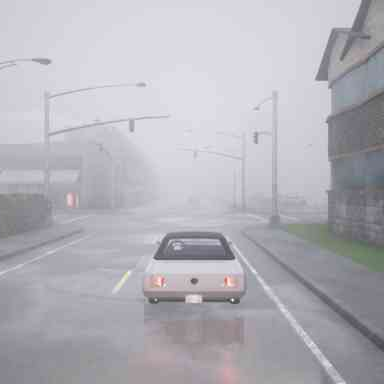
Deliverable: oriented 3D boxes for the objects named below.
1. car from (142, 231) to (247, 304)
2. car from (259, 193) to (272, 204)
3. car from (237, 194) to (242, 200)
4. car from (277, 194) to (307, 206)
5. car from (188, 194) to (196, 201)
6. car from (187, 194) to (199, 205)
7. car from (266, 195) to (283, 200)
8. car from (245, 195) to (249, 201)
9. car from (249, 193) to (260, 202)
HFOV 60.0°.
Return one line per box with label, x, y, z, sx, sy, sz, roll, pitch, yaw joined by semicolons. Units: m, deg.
car;0.059;1.600;8.095;1.895;1.301;4.718;0;0;1
car;14.173;1.166;54.484;5.027;1.636;2.152;0;0;0
car;13.900;1.384;88.767;3.633;1.501;1.845;0;0;0
car;14.497;1.245;48.066;3.806;1.475;1.970;0;0;0
car;0.013;1.351;82.328;2.097;1.767;4.553;0;0;0
car;0.109;1.349;60.841;2.097;1.767;4.553;0;0;0
car;21.320;1.395;85.787;3.806;1.475;1.970;0;0;0
car;13.762;1.109;70.184;4.605;1.855;1.932;0;0;0
car;14.174;1.089;67.278;3.866;1.878;1.905;0;0;0
